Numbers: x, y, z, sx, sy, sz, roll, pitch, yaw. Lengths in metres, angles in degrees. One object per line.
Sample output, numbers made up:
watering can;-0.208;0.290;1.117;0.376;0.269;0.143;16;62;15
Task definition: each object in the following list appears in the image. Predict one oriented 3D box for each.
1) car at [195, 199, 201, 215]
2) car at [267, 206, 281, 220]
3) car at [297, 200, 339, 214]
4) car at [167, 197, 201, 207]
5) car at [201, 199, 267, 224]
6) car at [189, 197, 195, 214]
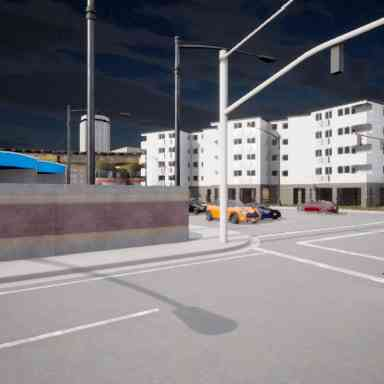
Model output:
car;0.342;1.564;34.426;1.994;1.385;4.181;0;0;-40
car;5.334;1.564;27.659;1.994;1.385;4.181;0;0;-35
car;13.239;1.564;35.121;1.994;1.385;4.181;0;0;-35
car;-1.293;1.491;50.733;4.902;1.511;2.128;0;0;37
car;3.012;1.352;24.899;2.097;1.767;4.553;0;0;-33
car;-2.583;1.221;32.614;2.150;2.045;5.566;0;0;-40
